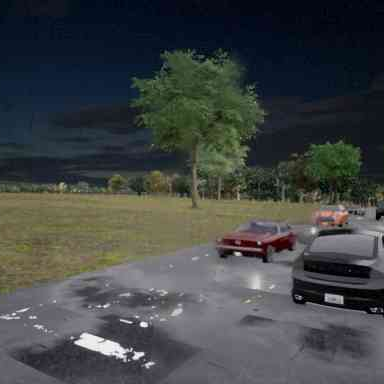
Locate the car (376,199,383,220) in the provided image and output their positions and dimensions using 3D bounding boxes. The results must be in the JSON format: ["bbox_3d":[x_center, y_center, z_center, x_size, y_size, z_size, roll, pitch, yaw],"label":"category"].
[{"bbox_3d":[19.626,1.742,33.094,2.150,2.045,5.566,0,-1,32],"label":"car"}]

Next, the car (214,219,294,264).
[{"bbox_3d":[2.681,1.767,12.872,1.895,1.301,4.718,0,-1,32],"label":"car"}]

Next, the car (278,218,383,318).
[{"bbox_3d":[3.698,1.602,7.708,1.837,1.490,4.892,0,-1,32],"label":"car"}]

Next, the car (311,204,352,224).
[{"bbox_3d":[10.685,1.729,25.661,2.097,1.767,4.553,0,-1,32],"label":"car"}]

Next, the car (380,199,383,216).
[{"bbox_3d":[25.303,1.921,42.254,2.150,2.045,5.566,0,-1,32],"label":"car"}]

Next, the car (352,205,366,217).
[{"bbox_3d":[19.392,2.209,39.407,1.994,1.385,4.181,0,-1,32],"label":"car"}]
